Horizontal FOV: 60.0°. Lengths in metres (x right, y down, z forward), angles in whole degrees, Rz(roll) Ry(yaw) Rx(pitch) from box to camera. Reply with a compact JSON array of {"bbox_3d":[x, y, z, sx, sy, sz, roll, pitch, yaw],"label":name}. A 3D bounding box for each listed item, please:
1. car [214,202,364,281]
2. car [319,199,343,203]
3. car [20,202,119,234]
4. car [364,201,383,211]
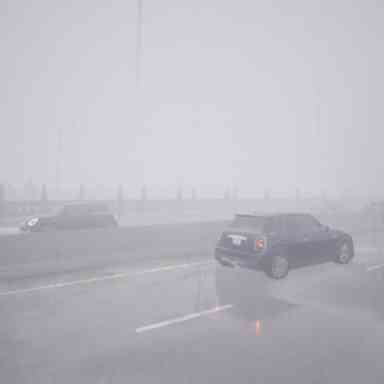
[{"bbox_3d":[2.927,1.349,10.130,4.553,1.767,2.097,0,0,-36],"label":"car"},{"bbox_3d":[14.669,1.524,35.919,4.892,1.490,1.837,1,0,-35],"label":"car"},{"bbox_3d":[-6.134,1.350,16.811,4.553,1.767,2.097,0,0,-35],"label":"car"},{"bbox_3d":[16.191,1.518,28.415,4.892,1.490,1.837,0,0,-35],"label":"car"}]
